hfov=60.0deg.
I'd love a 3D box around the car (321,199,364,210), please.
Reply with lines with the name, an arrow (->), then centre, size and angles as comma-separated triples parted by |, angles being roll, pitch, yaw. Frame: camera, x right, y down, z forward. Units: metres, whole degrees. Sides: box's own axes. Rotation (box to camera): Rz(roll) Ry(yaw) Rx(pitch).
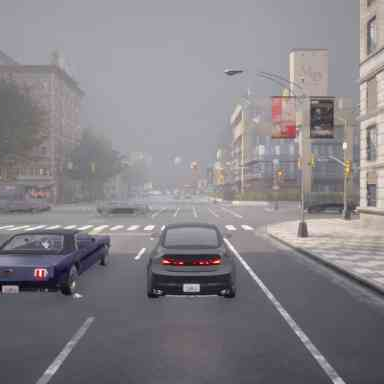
car -> 19.325, 1.601, 42.839 | 4.718, 1.301, 1.895 | 0, 0, 0

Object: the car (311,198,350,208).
car -> 19.282, 1.526, 46.338 | 4.674, 1.442, 1.812 | 0, 0, 0

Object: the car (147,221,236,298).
car -> -0.019, 1.505, 8.497 | 1.837, 1.490, 4.892 | 0, 0, 0

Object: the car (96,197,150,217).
car -> -6.390, 1.491, 30.963 | 4.902, 1.511, 2.128 | 0, 0, 0

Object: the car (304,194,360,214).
car -> 14.286, 1.221, 34.611 | 5.566, 2.045, 2.150 | 0, 0, 0

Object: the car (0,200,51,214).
car -> -17.774, 1.548, 34.905 | 5.357, 1.411, 2.033 | 0, 0, -9

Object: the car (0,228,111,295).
car -> -3.518, 1.601, 8.675 | 1.895, 1.301, 4.718 | 0, 0, 0
